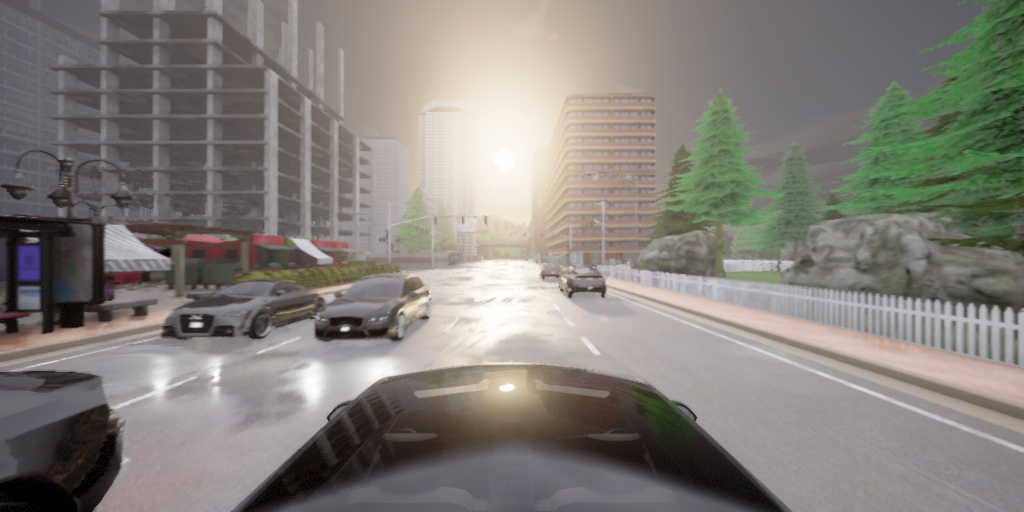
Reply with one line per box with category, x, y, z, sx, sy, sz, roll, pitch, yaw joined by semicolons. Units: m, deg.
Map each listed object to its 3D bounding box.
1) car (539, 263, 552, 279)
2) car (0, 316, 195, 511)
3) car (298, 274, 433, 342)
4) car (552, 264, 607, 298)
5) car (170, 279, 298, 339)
car;3.551;1.364;32.781;1.994;1.385;4.181;0;0;1
car;-3.595;1.244;0.389;2.128;1.511;4.902;0;0;0
car;-3.505;1.282;9.951;1.837;1.490;4.892;0;0;0
car;3.551;1.267;18.659;2.128;1.511;4.902;0;0;0
car;-7.005;1.352;9.948;1.994;1.385;4.181;0;0;0
